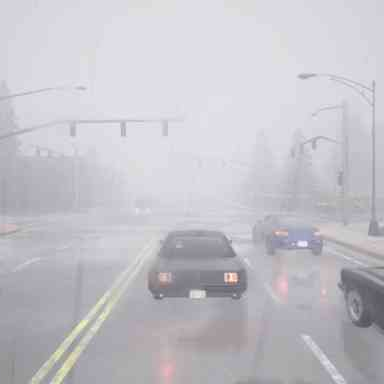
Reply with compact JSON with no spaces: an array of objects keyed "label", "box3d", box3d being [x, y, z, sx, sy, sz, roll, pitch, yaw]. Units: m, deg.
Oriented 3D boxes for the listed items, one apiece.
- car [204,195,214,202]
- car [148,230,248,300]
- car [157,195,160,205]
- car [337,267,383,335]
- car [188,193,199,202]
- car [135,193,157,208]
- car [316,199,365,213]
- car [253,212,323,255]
[{"label":"car","box3d":[3.810,1.354,75.038,2.097,1.767,4.553,0,0,0]},{"label":"car","box3d":[0.097,1.601,8.361,1.895,1.301,4.718,0,0,0]},{"label":"car","box3d":[-6.827,1.351,59.001,2.097,1.767,4.553,0,0,1]},{"label":"car","box3d":[3.612,1.601,4.050,1.895,1.301,4.718,0,0,0]},{"label":"car","box3d":[0.306,1.224,74.932,2.150,2.045,5.566,0,0,0]},{"label":"car","box3d":[-6.876,1.221,48.974,2.150,2.045,5.566,0,0,1]},{"label":"car","box3d":[16.069,1.477,36.137,5.008,1.535,1.882,0,0,0]},{"label":"car","box3d":[3.633,1.526,13.153,1.812,1.442,4.674,0,0,0]}]
